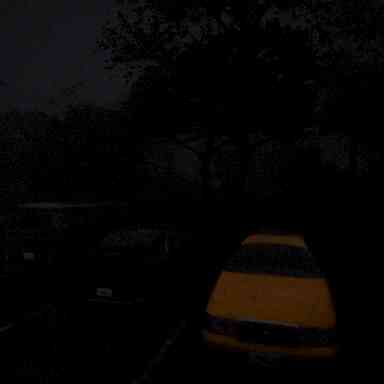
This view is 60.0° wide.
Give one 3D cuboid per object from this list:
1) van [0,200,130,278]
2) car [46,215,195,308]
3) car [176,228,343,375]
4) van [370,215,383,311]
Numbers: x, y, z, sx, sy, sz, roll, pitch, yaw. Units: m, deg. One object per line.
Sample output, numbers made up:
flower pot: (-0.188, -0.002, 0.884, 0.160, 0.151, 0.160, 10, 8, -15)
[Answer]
van: (-3.219, 1.260, 9.855, 1.878, 1.987, 4.442, 0, -1, 16)
car: (-0.853, 1.484, 8.025, 2.231, 1.521, 4.892, 0, -1, 16)
car: (1.502, 1.479, 6.143, 1.946, 1.575, 5.366, 1, -1, 16)
van: (3.977, 1.262, 4.728, 1.878, 1.987, 4.442, 0, -1, 15)
